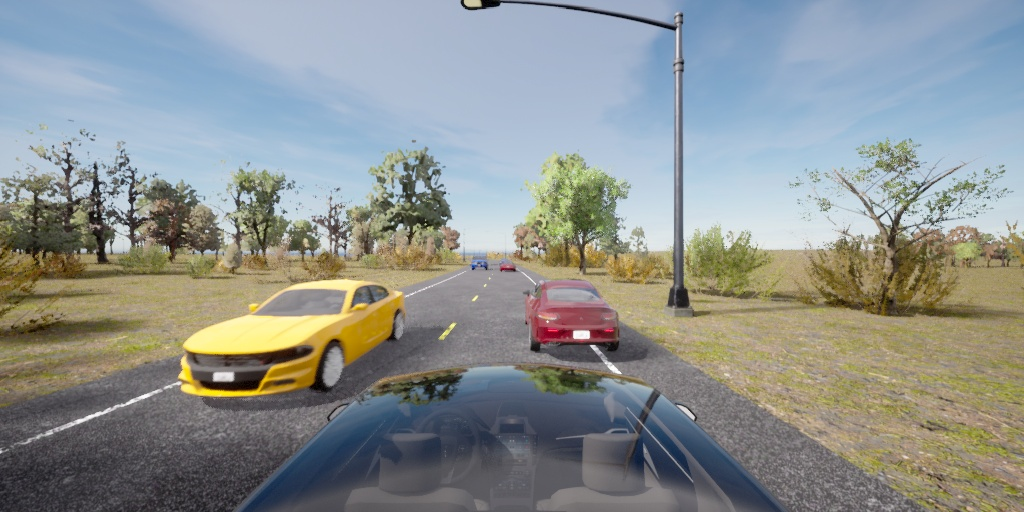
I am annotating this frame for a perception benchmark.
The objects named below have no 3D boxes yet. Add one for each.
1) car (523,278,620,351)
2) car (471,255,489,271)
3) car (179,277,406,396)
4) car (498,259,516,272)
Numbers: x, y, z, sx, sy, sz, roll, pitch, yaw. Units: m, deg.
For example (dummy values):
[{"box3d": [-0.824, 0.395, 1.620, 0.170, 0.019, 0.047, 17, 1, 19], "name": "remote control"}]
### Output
[{"box3d": [1.273, 1.274, 8.848, 1.812, 1.442, 4.674, 0, 0, 0], "name": "car"}, {"box3d": [-4.392, 0.932, 49.176, 2.150, 2.045, 5.566, 0, 0, -2], "name": "car"}, {"box3d": [-3.575, 1.227, 6.952, 1.882, 1.535, 5.008, 0, 0, 0], "name": "car"}, {"box3d": [-0.566, 1.276, 45.926, 1.994, 1.385, 4.181, 0, 0, -2], "name": "car"}]
